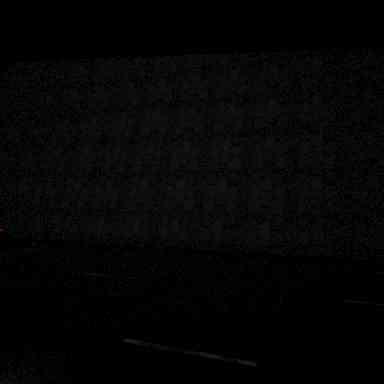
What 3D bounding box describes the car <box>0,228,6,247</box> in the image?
[{"bbox_3d":[-10.269,1.771,14.519,4.181,1.385,1.994,0,-1,22],"label":"car"}]
